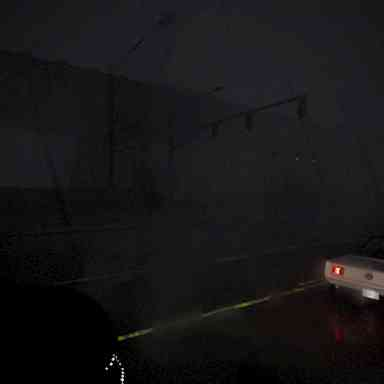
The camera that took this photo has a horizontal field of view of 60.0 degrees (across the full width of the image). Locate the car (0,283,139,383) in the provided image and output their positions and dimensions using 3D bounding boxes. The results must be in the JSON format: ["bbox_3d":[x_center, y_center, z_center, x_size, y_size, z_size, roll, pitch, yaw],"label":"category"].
[{"bbox_3d":[-3.017,1.220,1.597,5.566,2.045,2.150,0,0,-35],"label":"car"}]

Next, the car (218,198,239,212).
[{"bbox_3d":[3.782,1.473,39.070,2.038,1.542,4.974,0,0,18],"label":"car"}]

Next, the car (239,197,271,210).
[{"bbox_3d":[7.639,1.320,42.826,4.536,1.218,1.853,0,0,-7],"label":"car"}]

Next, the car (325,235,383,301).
[{"bbox_3d":[5.127,1.608,7.438,4.718,1.301,1.895,0,0,-35],"label":"car"}]

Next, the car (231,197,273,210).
[{"bbox_3d":[7.690,1.478,42.832,4.974,1.542,2.038,0,0,-7],"label":"car"}]

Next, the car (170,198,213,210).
[{"bbox_3d":[-0.013,1.312,36.390,4.536,1.218,1.853,0,0,8],"label":"car"}]

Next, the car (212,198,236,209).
[{"bbox_3d":[3.798,1.316,39.120,1.853,1.218,4.536,0,0,18],"label":"car"}]

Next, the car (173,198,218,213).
[{"bbox_3d":[0.039,1.470,36.383,4.974,1.542,2.038,0,0,8],"label":"car"}]
